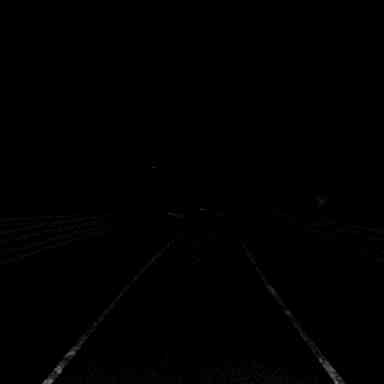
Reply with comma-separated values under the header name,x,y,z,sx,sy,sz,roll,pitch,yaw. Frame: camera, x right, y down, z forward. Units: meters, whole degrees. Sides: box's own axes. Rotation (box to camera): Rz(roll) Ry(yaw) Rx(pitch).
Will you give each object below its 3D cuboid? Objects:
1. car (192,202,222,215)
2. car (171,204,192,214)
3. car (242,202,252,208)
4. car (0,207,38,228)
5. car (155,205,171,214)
name,x,y,z,sx,sy,sz,roll,pitch,yaw
car,2.344,2.563,48.151,2.033,1.411,5.357,0,-1,25
car,-0.825,2.561,49.638,1.812,1.442,4.674,0,-1,25
car,15.283,3.615,92.165,1.837,1.490,4.892,0,-1,25
car,-11.261,1.616,19.186,2.097,1.767,4.553,0,-1,25
car,-3.984,2.619,51.143,1.994,1.385,4.181,0,-1,25
